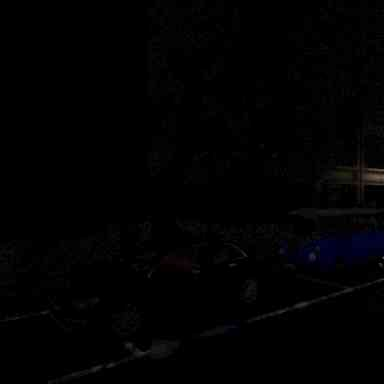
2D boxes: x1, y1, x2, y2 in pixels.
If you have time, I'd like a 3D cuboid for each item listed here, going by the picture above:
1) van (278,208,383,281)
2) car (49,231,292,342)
[{"bbox_3d":[4.225,1.373,9.677,3.998,1.788,1.690,0,0,-36],"label":"van"},{"bbox_3d":[-0.361,1.562,6.397,4.403,1.369,2.008,0,0,-36],"label":"car"}]
